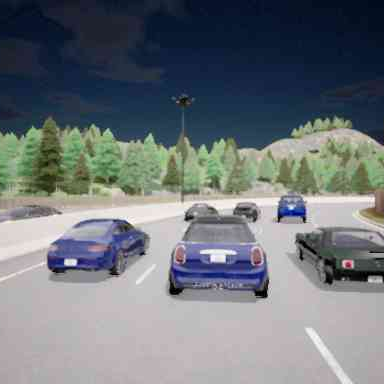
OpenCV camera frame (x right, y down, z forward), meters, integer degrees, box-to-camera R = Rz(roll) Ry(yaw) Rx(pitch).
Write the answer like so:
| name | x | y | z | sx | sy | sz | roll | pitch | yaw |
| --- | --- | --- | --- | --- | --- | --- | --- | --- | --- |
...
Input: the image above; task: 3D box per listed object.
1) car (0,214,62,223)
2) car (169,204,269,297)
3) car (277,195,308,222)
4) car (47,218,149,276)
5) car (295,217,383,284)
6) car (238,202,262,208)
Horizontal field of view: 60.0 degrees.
| name | x | y | z | sx | sy | sz | roll | pitch | yaw |
| --- | --- | --- | --- | --- | --- | --- | --- | --- | --- |
| car | -8.797 | 1.474 | 17.675 | 1.837 | 1.490 | 4.892 | 0 | -1 | 10 |
| car | 0.718 | 1.361 | 8.840 | 2.097 | 1.767 | 4.553 | 0 | 0 | 5 |
| car | 8.102 | 1.276 | 26.902 | 2.150 | 2.045 | 5.566 | 0 | 0 | 18 |
| car | -2.656 | 1.519 | 10.249 | 1.812 | 1.442 | 4.674 | 0 | 0 | 6 |
| car | 4.261 | 1.627 | 9.488 | 1.895 | 1.301 | 4.718 | 0 | 0 | 6 |
| car | 4.485 | 1.542 | 26.943 | 1.837 | 1.490 | 4.892 | 0 | 0 | 17 |
